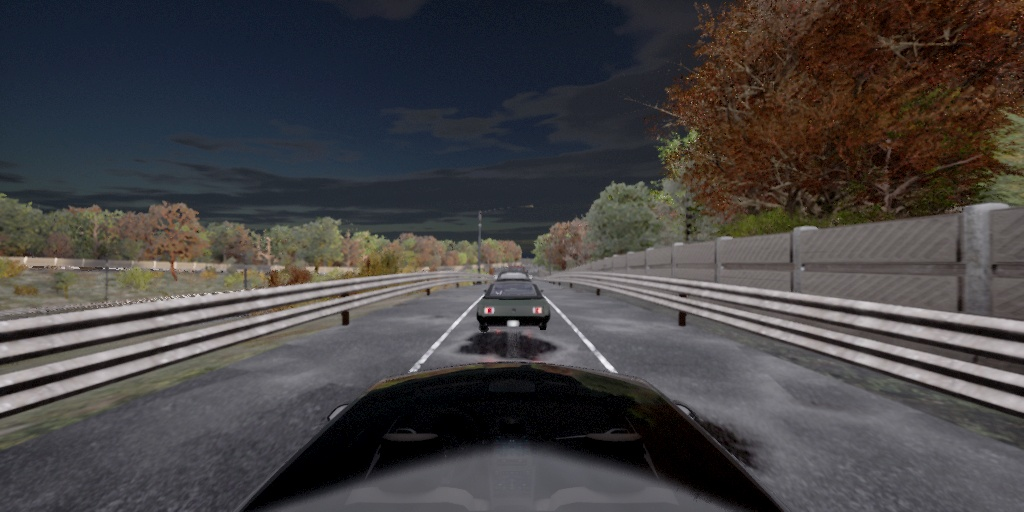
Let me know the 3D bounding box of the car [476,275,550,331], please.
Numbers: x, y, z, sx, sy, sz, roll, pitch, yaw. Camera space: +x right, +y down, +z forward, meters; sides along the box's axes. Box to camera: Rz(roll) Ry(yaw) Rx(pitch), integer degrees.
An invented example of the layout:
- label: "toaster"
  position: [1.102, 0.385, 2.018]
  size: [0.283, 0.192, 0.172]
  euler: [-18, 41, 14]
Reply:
- label: "car"
  position: [0.039, 1.428, 11.160]
  size: [1.895, 1.301, 4.718]
  euler: [0, -1, 0]

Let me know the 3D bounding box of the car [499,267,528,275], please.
- label: "car"
  position: [0.072, 1.487, 18.871]
  size: [1.882, 1.535, 5.008]
  euler: [0, -2, 0]
